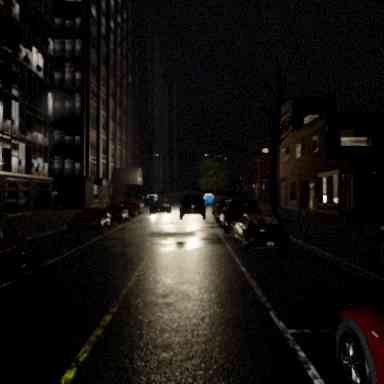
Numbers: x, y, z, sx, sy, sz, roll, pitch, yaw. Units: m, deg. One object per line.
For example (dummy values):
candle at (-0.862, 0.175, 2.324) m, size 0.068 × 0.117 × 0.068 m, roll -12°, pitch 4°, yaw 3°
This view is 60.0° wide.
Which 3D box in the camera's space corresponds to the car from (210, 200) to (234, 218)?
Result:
car at (2.666, 1.478, 30.362) m, size 1.752 × 1.417 × 4.829 m, roll 1°, pitch 0°, yaw 0°

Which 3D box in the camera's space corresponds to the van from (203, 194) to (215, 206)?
van at (2.643, 1.239, 52.377) m, size 1.690 × 1.788 × 3.998 m, roll 1°, pitch 0°, yaw 0°

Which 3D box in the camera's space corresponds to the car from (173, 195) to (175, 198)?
car at (-5.769, 1.128, 80.097) m, size 2.192 × 1.841 × 5.009 m, roll 1°, pitch 0°, yaw 0°

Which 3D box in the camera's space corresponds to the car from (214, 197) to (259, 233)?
car at (2.681, 1.289, 19.096) m, size 2.192 × 1.841 × 5.009 m, roll 1°, pitch 0°, yaw 0°

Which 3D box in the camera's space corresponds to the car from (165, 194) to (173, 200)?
car at (-5.779, 1.320, 85.473) m, size 1.752 × 1.417 × 4.829 m, roll 1°, pitch 0°, yaw 0°

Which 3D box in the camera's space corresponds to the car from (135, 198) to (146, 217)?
car at (-5.715, 1.498, 30.181) m, size 1.887 × 1.381 × 4.507 m, roll 1°, pitch 0°, yaw 0°

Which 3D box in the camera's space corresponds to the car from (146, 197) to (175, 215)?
car at (-3.087, 1.511, 33.339) m, size 1.994 × 1.385 × 4.181 m, roll 0°, pitch 0°, yaw 0°

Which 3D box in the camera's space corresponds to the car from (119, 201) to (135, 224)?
car at (-5.709, 1.547, 24.635) m, size 1.802 × 1.307 × 4.206 m, roll 1°, pitch 0°, yaw 0°

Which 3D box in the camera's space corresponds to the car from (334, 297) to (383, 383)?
car at (2.698, 1.437, 2.459) m, size 1.967 × 1.590 × 4.097 m, roll 1°, pitch 0°, yaw 0°

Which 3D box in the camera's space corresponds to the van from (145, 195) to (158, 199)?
van at (-5.731, 1.255, 46.820) m, size 1.690 × 1.788 × 3.998 m, roll 1°, pitch 0°, yaw 0°

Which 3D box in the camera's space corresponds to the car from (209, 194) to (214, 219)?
car at (2.675, 1.280, 24.645) m, size 2.192 × 1.841 × 5.009 m, roll 1°, pitch 0°, yaw 0°

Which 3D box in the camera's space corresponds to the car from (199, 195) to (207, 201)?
car at (2.607, 1.395, 80.109) m, size 1.802 × 1.307 × 4.206 m, roll 1°, pitch 0°, yaw 0°

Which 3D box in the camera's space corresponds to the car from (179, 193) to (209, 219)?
car at (0.065, 1.180, 28.330) m, size 2.150 × 2.045 × 5.566 m, roll 0°, pitch 0°, yaw 0°

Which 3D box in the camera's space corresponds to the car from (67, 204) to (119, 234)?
car at (-5.703, 1.557, 19.086) m, size 1.802 × 1.307 × 4.206 m, roll 1°, pitch 0°, yaw 0°

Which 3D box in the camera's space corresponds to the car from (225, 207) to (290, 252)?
car at (2.685, 1.534, 13.551) m, size 2.008 × 1.369 × 4.403 m, roll 1°, pitch 0°, yaw 0°

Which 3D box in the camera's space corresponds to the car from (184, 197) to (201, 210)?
car at (0.047, 1.468, 43.881) m, size 2.033 × 1.411 × 5.357 m, roll 0°, pitch 0°, yaw 0°

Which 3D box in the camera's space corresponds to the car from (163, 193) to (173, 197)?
car at (-5.767, 1.414, 74.552) m, size 1.802 × 1.307 × 4.206 m, roll 1°, pitch 0°, yaw 0°

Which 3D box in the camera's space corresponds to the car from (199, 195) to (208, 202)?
car at (2.614, 1.376, 74.564) m, size 1.887 × 1.381 × 4.507 m, roll 1°, pitch 0°, yaw 0°

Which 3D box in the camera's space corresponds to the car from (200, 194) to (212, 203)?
car at (2.628, 1.306, 63.470) m, size 1.967 × 1.590 × 4.097 m, roll 1°, pitch 0°, yaw 0°

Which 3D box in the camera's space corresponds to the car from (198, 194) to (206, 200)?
car at (2.601, 1.318, 85.825) m, size 1.752 × 1.417 × 4.829 m, roll 1°, pitch 0°, yaw 0°

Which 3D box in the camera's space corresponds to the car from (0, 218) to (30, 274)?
car at (-5.688, 1.431, 7.994) m, size 1.967 × 1.590 × 4.097 m, roll 1°, pitch 0°, yaw 0°
